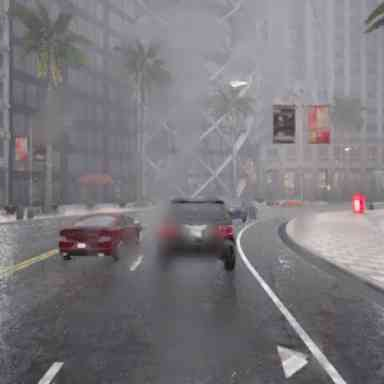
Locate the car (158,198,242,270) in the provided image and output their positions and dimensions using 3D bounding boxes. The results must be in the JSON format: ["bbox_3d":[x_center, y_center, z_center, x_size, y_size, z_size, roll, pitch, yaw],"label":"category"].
[{"bbox_3d":[0.220,1.225,11.174,2.150,2.045,5.566,0,-1,2],"label":"car"}]

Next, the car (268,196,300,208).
[{"bbox_3d":[13.999,1.410,48.587,4.553,1.767,2.097,0,0,-28],"label":"car"}]

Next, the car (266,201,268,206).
[{"bbox_3d":[13.842,1.566,52.463,4.892,1.490,1.837,0,0,-27],"label":"car"}]

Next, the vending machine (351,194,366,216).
[{"bbox_3d":[16.414,1.234,32.761,0.880,2.100,1.100,0,0,-45],"label":"vending machine"}]

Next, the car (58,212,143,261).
[{"bbox_3d":[-3.173,1.493,12.530,1.882,1.535,5.008,0,-1,4],"label":"car"}]

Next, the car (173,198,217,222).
[{"bbox_3d":[0.360,1.383,27.319,2.097,1.767,4.553,0,0,23],"label":"car"}]

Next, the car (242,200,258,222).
[{"bbox_3d":[3.811,1.382,26.520,2.097,1.767,4.553,0,0,23],"label":"car"}]
